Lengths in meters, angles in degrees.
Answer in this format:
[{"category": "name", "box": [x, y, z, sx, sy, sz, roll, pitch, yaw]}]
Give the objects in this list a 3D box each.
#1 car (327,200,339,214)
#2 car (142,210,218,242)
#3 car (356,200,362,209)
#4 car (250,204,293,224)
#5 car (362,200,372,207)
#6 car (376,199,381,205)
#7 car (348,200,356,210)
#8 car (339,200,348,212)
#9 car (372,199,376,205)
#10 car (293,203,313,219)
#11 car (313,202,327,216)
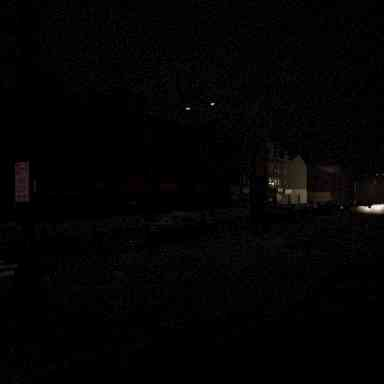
[{"category": "car", "box": [15.744, 1.832, 39.710, 1.887, 1.381, 4.507, -1, -1, 35]}, {"category": "car", "box": [-0.407, 1.597, 16.889, 1.752, 1.417, 4.829, -1, -1, 35]}, {"category": "car", "box": [25.493, 2.011, 53.486, 2.008, 1.369, 4.403, -1, -1, 35]}, {"category": "car", "box": [5.995, 1.713, 25.934, 1.947, 1.339, 4.313, -1, -1, 35]}, {"category": "car", "box": [31.993, 2.144, 62.671, 2.008, 1.369, 4.403, -1, -1, 35]}, {"category": "car", "box": [44.990, 2.458, 81.036, 2.008, 1.369, 4.403, -2, -2, 35]}, {"category": "car", "box": [22.243, 1.950, 48.895, 2.008, 1.369, 4.403, -1, -1, 35]}, {"category": "car", "box": [18.992, 1.782, 44.304, 1.967, 1.590, 4.097, -1, -1, 35]}, {"category": "car", "box": [35.242, 2.209, 67.262, 1.887, 1.381, 4.507, -1, -2, 35]}, {"category": "car", "box": [9.244, 1.741, 30.526, 2.008, 1.369, 4.403, -1, -1, 35]}, {"category": "car", "box": [12.494, 1.819, 35.118, 1.802, 1.307, 4.206, -1, -1, 35]}]
